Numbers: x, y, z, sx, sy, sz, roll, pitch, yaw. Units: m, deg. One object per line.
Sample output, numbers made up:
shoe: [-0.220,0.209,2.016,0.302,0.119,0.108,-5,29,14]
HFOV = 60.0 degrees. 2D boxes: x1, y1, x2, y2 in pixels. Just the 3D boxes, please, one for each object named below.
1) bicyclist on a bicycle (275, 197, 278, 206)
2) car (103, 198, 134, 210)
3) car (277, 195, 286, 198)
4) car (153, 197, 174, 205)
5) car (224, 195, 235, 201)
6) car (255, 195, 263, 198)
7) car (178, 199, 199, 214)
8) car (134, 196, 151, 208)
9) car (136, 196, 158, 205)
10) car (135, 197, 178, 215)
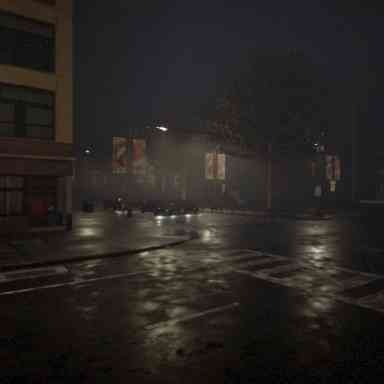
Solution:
bicyclist on a bicycle: [12.513,1.299,50.585,1.656,1.620,0.582,0,0,-36]
car: [-9.690,1.491,42.140,2.128,1.511,4.902,0,0,-35]
car: [18.280,1.317,69.211,2.002,1.452,4.674,0,0,-36]
car: [-5.350,1.562,61.887,1.994,1.385,4.181,0,0,-36]
car: [7.797,1.411,76.685,2.161,1.482,4.786,0,0,-36]
car: [17.443,1.460,83.143,1.895,1.301,4.718,0,0,-36]
car: [-1.135,1.504,36.211,1.837,1.490,4.892,0,0,-36]
car: [-6.980,1.600,44.366,1.895,1.301,4.718,0,0,-35]
car: [-8.189,1.476,59.840,1.882,1.535,5.008,0,0,-36]
car: [-3.703,1.525,33.778,1.812,1.442,4.674,0,0,-35]
